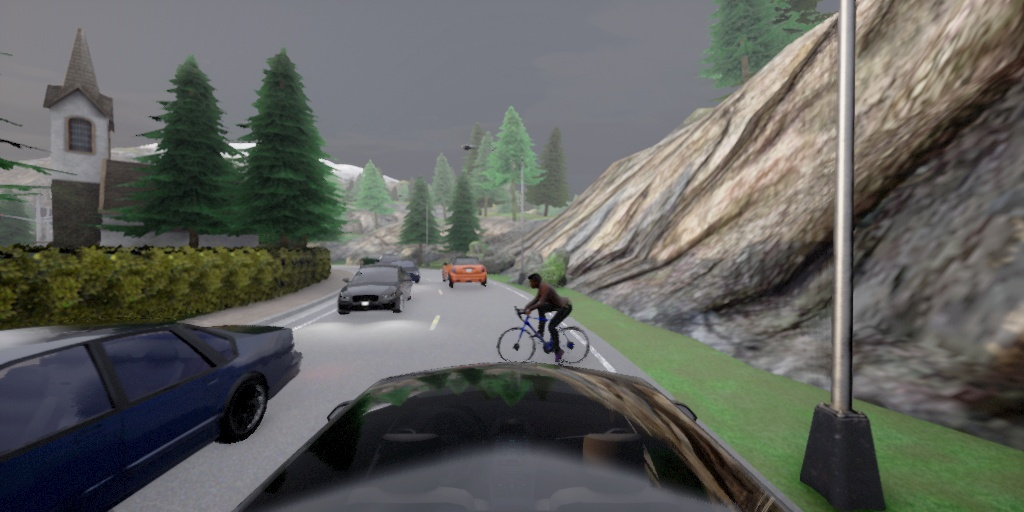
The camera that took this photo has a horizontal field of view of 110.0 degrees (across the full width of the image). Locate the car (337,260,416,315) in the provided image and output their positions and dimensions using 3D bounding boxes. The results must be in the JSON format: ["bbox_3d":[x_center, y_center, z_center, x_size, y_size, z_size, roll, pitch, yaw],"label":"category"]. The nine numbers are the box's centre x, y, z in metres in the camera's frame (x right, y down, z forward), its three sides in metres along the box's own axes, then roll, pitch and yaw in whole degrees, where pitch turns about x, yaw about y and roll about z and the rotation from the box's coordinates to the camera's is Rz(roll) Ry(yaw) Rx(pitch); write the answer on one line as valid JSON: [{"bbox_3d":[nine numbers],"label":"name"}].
[{"bbox_3d":[-4.674,1.068,12.777,1.837,1.490,4.892,0,1,-10],"label":"car"}]

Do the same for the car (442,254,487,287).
[{"bbox_3d":[-2.931,0.775,21.299,2.097,1.767,4.553,0,1,-16],"label":"car"}]

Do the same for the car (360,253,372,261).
[{"bbox_3d":[-16.007,0.424,42.312,4.553,1.767,2.097,1,1,38],"label":"car"}]

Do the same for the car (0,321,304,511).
[{"bbox_3d":[-3.690,1.284,2.501,2.033,1.411,5.357,0,1,-2],"label":"car"}]

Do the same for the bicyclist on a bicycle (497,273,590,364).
[{"bbox_3d":[0.561,1.126,6.322,1.656,1.620,0.582,0,1,-3],"label":"bicyclist on a bicycle"}]

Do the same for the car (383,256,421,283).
[{"bbox_3d":[-7.062,0.938,23.163,2.033,1.411,5.357,0,1,-20],"label":"car"}]

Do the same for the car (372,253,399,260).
[{"bbox_3d":[-9.731,0.650,28.762,2.097,1.767,4.553,0,1,-26],"label":"car"}]
